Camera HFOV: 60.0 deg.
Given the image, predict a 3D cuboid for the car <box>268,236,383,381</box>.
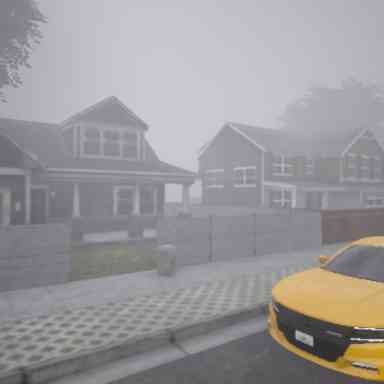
[{"bbox_3d":[3.398,1.515,5.488,5.008,1.535,1.882,0,0,-35],"label":"car"}]
